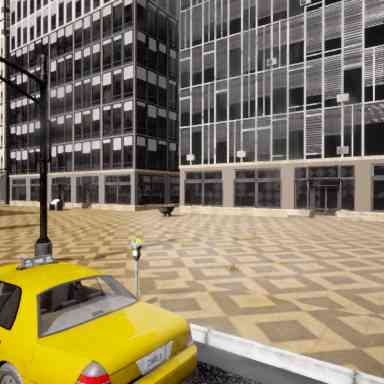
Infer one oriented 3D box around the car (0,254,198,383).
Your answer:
[{"bbox_3d":[-2.218,1.525,4.472,4.829,1.417,1.752,0,0,36],"label":"car"}]
